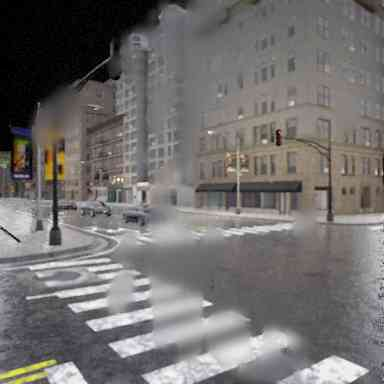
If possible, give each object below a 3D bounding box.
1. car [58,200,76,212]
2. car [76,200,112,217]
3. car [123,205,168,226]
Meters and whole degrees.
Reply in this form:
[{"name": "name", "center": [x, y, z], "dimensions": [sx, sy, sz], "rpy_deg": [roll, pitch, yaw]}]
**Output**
[{"name": "car", "center": [-15.800, 1.692, 41.647], "dimensions": [1.994, 1.385, 4.181], "rpy_deg": [0, 0, -36]}, {"name": "car", "center": [-9.530, 1.626, 32.885], "dimensions": [1.837, 1.490, 4.892], "rpy_deg": [0, 0, -36]}, {"name": "car", "center": [-3.475, 1.677, 24.438], "dimensions": [1.994, 1.385, 4.181], "rpy_deg": [0, 0, -36]}]
